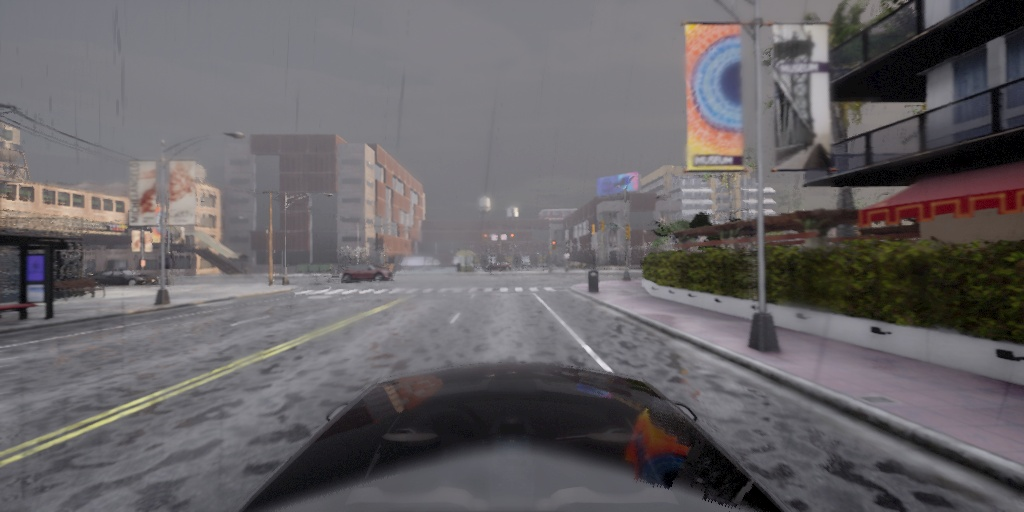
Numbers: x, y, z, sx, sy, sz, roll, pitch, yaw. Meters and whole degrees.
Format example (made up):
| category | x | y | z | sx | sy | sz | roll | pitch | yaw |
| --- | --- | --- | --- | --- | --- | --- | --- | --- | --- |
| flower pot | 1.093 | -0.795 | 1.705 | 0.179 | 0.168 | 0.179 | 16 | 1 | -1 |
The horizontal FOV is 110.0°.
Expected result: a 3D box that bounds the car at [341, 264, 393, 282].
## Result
| category | x | y | z | sx | sy | sz | roll | pitch | yaw |
| --- | --- | --- | --- | --- | --- | --- | --- | --- | --- |
| car | -14.203 | 1.584 | 35.375 | 4.553 | 1.767 | 2.097 | -1 | -1 | -1 |
